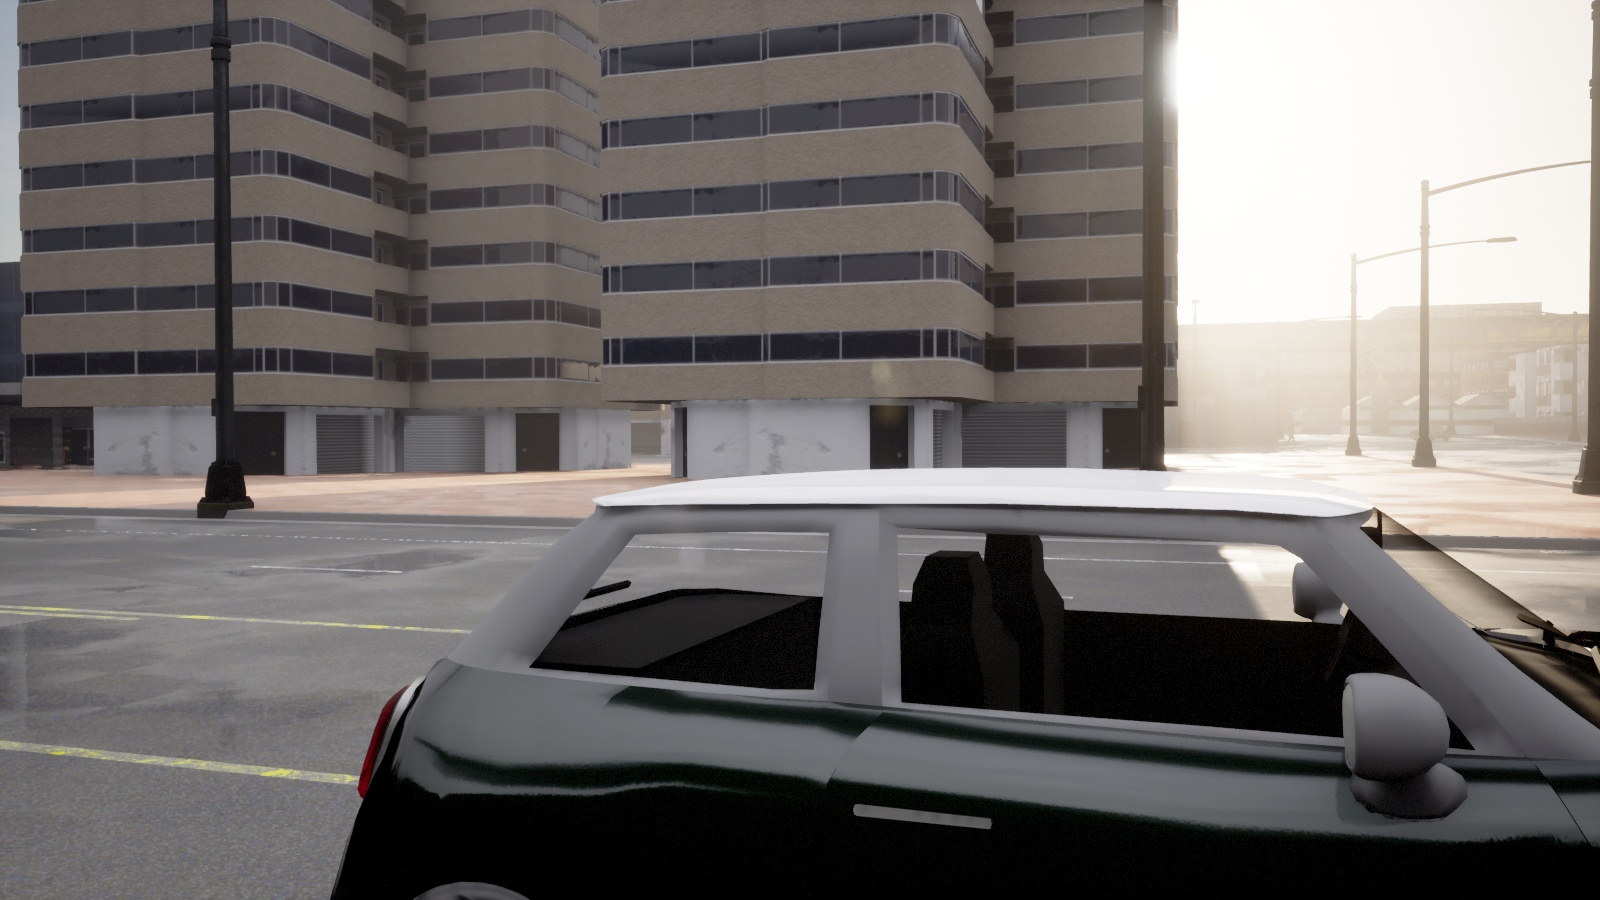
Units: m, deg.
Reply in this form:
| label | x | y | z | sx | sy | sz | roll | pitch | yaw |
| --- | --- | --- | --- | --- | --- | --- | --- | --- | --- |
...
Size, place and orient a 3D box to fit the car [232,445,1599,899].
| label | x | y | z | sx | sy | sz | roll | pitch | yaw |
| --- | --- | --- | --- | --- | --- | --- | --- | --- | --- |
| car | 0.941 | 0.749 | 2.925 | 3.806 | 1.475 | 1.970 | 1 | 1 | 19 |
